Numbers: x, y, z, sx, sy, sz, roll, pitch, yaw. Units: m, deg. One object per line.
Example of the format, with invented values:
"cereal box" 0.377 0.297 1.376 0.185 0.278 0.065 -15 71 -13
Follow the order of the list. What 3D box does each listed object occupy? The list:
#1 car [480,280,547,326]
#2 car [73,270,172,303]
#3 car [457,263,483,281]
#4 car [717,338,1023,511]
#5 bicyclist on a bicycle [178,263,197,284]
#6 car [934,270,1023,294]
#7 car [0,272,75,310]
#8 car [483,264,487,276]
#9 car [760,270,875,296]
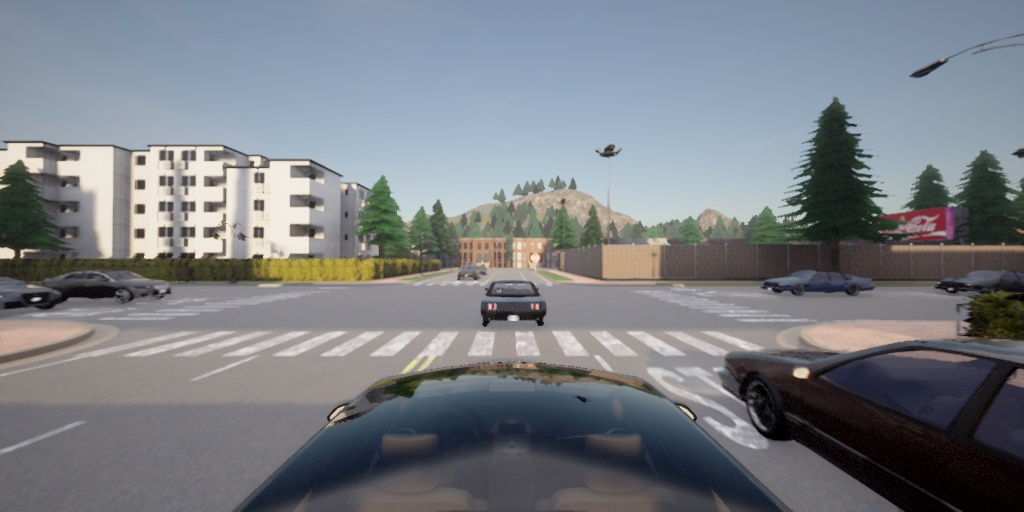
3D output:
"car" -0.002 1.466 12.203 1.895 1.301 4.718 0 -1 -1
"car" -19.106 1.411 17.044 4.902 1.511 2.128 0 -1 -2
"car" -4.227 1.610 35.474 1.837 1.490 4.892 0 -1 0
"car" 3.634 1.305 2.352 2.033 1.411 5.357 0 -1 1
"bicyclist on a bicycle" -25.274 1.341 27.970 0.582 1.620 1.656 0 0 0
"car" 27.722 1.504 20.477 5.357 1.411 2.033 0 -1 0
"car" -19.883 1.444 13.492 4.181 1.385 1.994 0 -1 0
"car" -4.229 1.711 45.788 2.128 1.511 4.902 0 -1 0
"car" 17.426 1.505 20.563 5.357 1.411 2.033 0 -1 0
